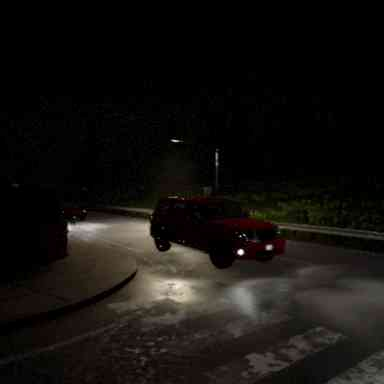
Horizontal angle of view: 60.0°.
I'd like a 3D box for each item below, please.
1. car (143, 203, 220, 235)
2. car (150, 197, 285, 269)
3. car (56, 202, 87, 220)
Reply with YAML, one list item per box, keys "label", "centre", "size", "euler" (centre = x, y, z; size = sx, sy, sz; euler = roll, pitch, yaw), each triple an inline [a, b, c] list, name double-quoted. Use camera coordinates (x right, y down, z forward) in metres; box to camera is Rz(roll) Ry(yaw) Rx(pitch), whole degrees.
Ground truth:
- label: "car"
  centre: [-0.753, 1.469, 19.736]
  size: [2.128, 1.511, 4.902]
  euler: [1, 0, -37]
- label: "car"
  centre: [0.579, 1.220, 11.765]
  size: [2.150, 2.045, 5.566]
  euler: [1, 0, -37]
- label: "car"
  centre: [-9.712, 1.470, 25.572]
  size: [1.895, 1.301, 4.718]
  euler: [1, 0, -37]
